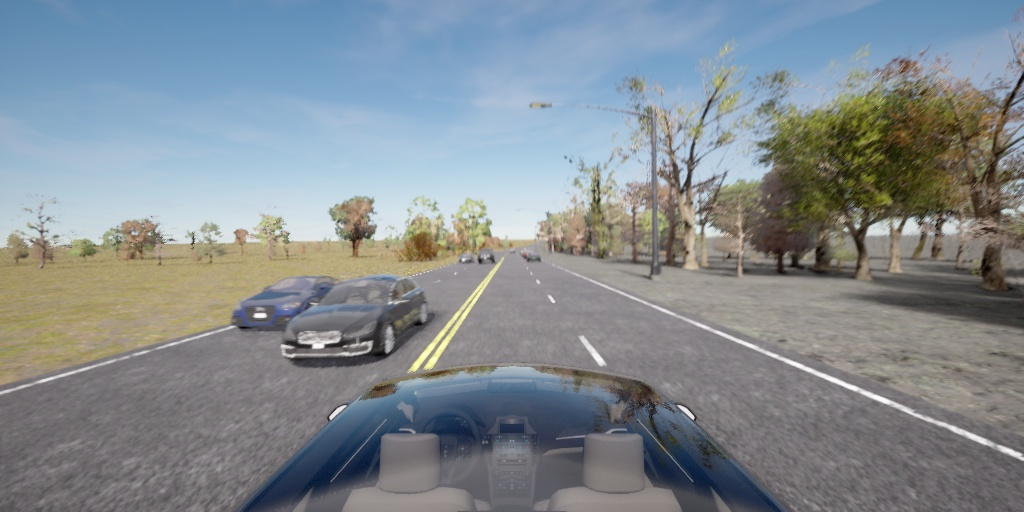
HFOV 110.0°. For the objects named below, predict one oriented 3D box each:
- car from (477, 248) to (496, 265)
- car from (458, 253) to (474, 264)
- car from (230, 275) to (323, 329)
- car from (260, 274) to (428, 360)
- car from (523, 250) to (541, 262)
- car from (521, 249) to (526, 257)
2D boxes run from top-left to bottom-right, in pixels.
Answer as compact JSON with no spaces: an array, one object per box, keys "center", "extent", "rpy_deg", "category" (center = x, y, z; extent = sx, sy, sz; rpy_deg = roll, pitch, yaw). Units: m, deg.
[{"center":[-3.449,-0.018,48.813],"extent":[2.150,2.045,5.566],"rpy_deg":[-3,-1,0],"category":"car"},{"center":[-6.661,0.301,52.278],"extent":[2.128,1.511,4.902],"rpy_deg":[-1,1,0],"category":"car"},{"center":[-6.623,1.327,11.409],"extent":[1.994,1.385,4.181],"rpy_deg":[-1,1,0],"category":"car"},{"center":[-3.372,1.255,8.649],"extent":[1.837,1.490,4.892],"rpy_deg":[-1,1,0],"category":"car"},{"center":[3.139,0.121,52.213],"extent":[1.994,1.385,4.181],"rpy_deg":[-2,1,0],"category":"car"},{"center":[3.134,-0.223,63.234],"extent":[2.163,1.488,4.792],"rpy_deg":[0,1,0],"category":"car"}]
